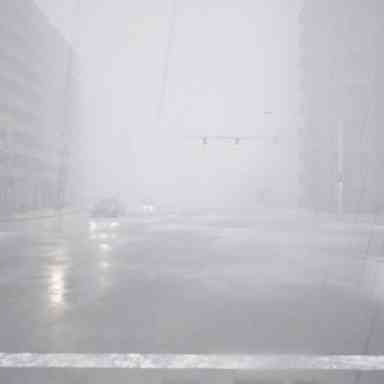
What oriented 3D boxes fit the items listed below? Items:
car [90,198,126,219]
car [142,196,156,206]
[{"bbox_3d":[-6.948,1.282,27.779,2.097,1.767,4.553,0,0,0],"label":"car"},{"bbox_3d":[-6.900,1.327,53.585,2.128,1.511,4.902,0,0,0],"label":"car"}]
